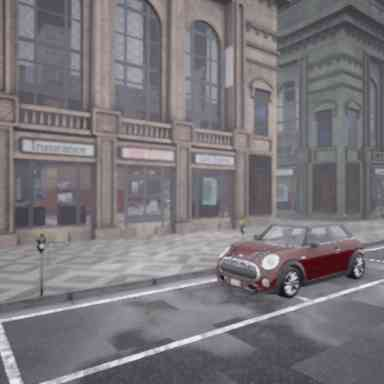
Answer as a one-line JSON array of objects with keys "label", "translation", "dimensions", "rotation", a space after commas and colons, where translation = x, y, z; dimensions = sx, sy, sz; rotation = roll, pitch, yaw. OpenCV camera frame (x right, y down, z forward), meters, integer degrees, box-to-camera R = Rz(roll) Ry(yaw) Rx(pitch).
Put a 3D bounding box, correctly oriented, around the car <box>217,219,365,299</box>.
[{"label": "car", "translation": [2.582, 1.477, 8.495], "dimensions": [4.097, 1.590, 1.967], "rotation": [0, 0, -36]}]
